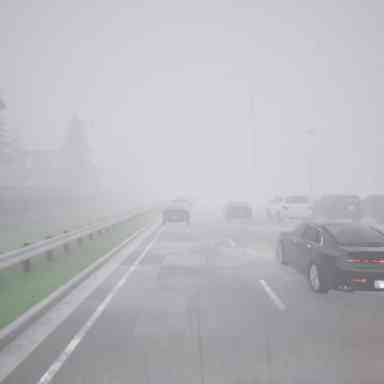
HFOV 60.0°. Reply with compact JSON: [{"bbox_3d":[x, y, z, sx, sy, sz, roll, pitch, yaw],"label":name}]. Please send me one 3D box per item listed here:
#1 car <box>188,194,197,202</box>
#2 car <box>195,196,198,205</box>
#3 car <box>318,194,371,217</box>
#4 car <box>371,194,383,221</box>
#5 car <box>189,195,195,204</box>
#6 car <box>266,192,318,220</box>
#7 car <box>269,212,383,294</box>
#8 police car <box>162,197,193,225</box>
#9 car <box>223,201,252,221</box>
[{"bbox_3d":[0.015,1.292,73.082,1.882,1.535,5.008,0,0,0],"label":"car"},{"bbox_3d":[0.012,1.434,57.335,2.128,1.511,4.902,0,0,0],"label":"car"},{"bbox_3d":[10.604,1.197,24.805,2.150,2.045,5.566,0,0,0],"label":"car"},{"bbox_3d":[14.105,1.197,24.799,2.150,2.045,5.566,0,0,0],"label":"car"},{"bbox_3d":[-1.043,1.311,39.684,2.097,1.767,4.553,0,0,0],"label":"car"},{"bbox_3d":[7.104,1.197,24.800,2.150,2.045,5.566,0,0,0],"label":"car"},{"bbox_3d":[3.603,1.496,8.725,1.837,1.490,4.892,0,0,0],"label":"car"},{"bbox_3d":[-1.046,1.401,23.824,1.930,1.638,5.238,0,0,0],"label":"police car"},{"bbox_3d":[3.607,1.450,27.006,1.882,1.535,5.008,0,0,0],"label":"car"}]
